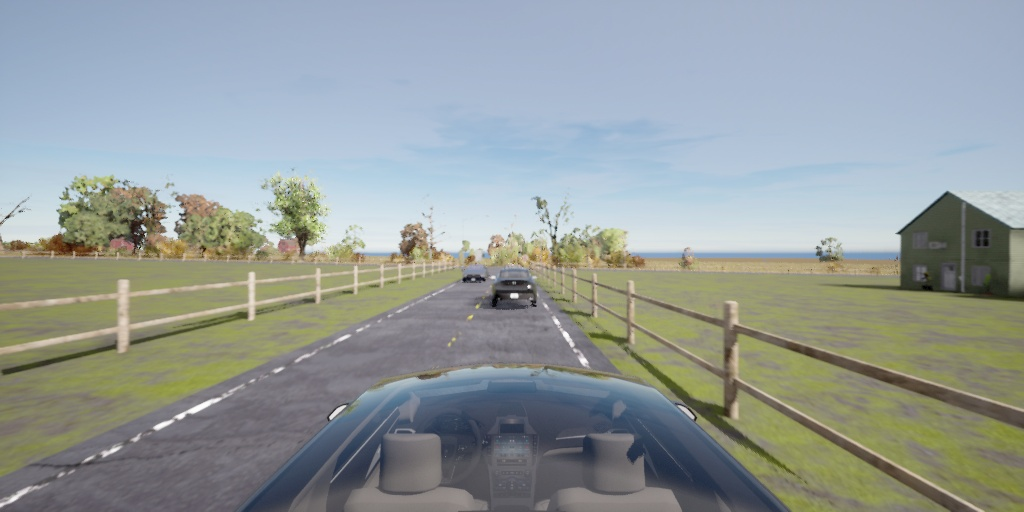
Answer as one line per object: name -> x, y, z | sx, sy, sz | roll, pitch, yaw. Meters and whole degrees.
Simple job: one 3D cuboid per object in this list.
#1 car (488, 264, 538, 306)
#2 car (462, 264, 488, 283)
car -> 0.093, 1.286, 16.008 | 1.837, 1.490, 4.892 | 0, 0, 0
car -> -2.862, 1.366, 29.185 | 2.033, 1.411, 5.357 | 0, 0, 0
